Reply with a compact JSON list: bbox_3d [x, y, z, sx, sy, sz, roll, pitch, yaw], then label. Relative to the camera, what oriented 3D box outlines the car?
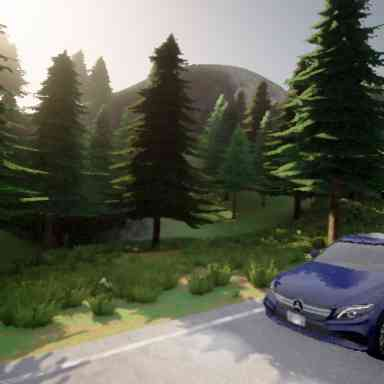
[{"bbox_3d":[3.356,1.537,6.072,4.674,1.442,1.812,0,0,-36],"label":"car"}]
